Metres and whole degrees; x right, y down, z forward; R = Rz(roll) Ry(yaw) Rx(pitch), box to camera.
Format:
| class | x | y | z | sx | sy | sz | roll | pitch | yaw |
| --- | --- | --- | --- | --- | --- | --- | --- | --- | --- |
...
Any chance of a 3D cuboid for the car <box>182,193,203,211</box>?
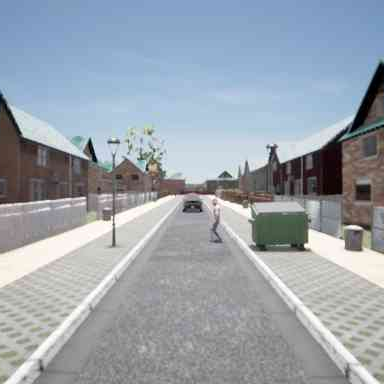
| class | x | y | z | sx | sy | sz | roll | pitch | yaw |
| --- | --- | --- | --- | --- | --- | --- | --- | --- | --- |
| car | 0.082 | 1.107 | 33.750 | 1.837 | 1.490 | 4.892 | 0 | 1 | 0 |

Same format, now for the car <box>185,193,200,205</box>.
| class | x | y | z | sx | sy | sz | roll | pitch | yaw |
| --- | --- | --- | --- | --- | --- | --- | --- | --- | --- |
| car | 0.075 | 0.925 | 46.661 | 1.882 | 1.535 | 5.008 | 0 | 0 | 0 |

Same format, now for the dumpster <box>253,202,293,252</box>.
| class | x | y | z | sx | sy | sz | roll | pitch | yaw |
| --- | --- | --- | --- | --- | --- | --- | --- | --- | --- |
| dumpster | 2.988 | 1.246 | 12.517 | 1.020 | 1.700 | 1.940 | -1 | -1 | 0 |

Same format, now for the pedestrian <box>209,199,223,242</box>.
| class | x | y | z | sx | sy | sz | roll | pitch | yaw |
| --- | --- | --- | --- | --- | --- | --- | --- | --- | --- |
| pedestrian | 1.048 | 1.129 | 13.751 | 0.375 | 1.860 | 0.375 | 1 | -1 | -6 |
